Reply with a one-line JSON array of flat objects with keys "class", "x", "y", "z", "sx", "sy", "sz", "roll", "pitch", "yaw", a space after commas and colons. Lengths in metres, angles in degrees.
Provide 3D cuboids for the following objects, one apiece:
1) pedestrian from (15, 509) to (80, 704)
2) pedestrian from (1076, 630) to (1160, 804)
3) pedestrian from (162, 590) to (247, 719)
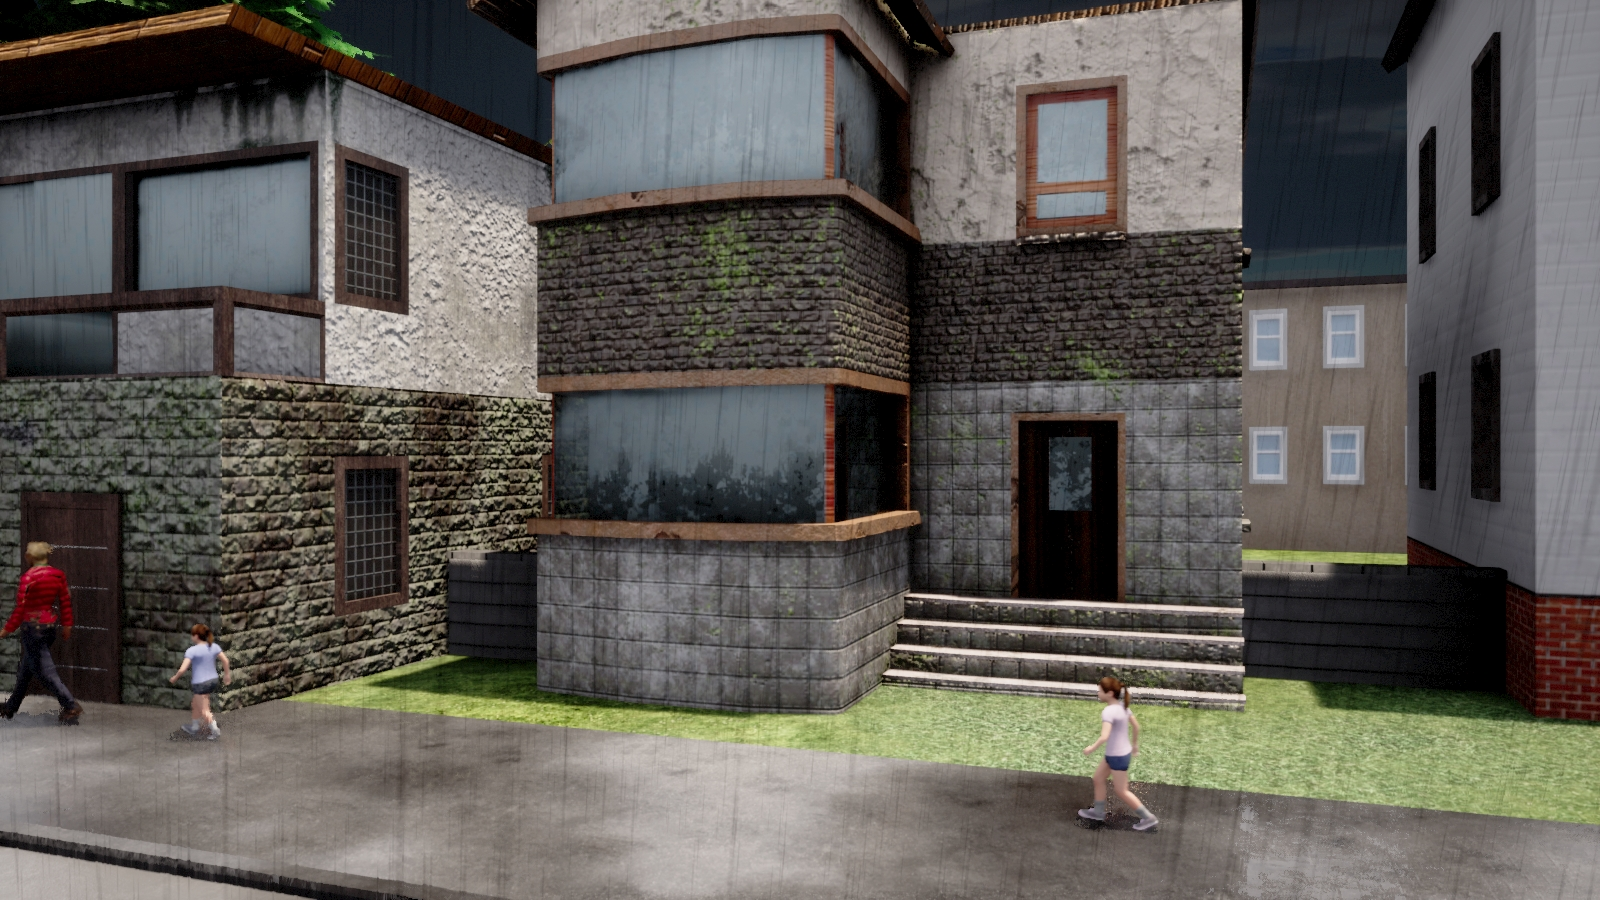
[{"class": "pedestrian", "x": -7.401, "y": 1.523, "z": 11.239, "sx": 0.375, "sy": 1.860, "sz": 0.375, "roll": 0, "pitch": 0, "yaw": 12}, {"class": "pedestrian", "x": 2.296, "y": 1.902, "z": 8.238, "sx": 0.500, "sy": 1.100, "sz": 0.500, "roll": 0, "pitch": 0, "yaw": 26}, {"class": "pedestrian", "x": -5.584, "y": 1.904, "z": 10.730, "sx": 0.500, "sy": 1.100, "sz": 0.500, "roll": 0, "pitch": 0, "yaw": 17}]
